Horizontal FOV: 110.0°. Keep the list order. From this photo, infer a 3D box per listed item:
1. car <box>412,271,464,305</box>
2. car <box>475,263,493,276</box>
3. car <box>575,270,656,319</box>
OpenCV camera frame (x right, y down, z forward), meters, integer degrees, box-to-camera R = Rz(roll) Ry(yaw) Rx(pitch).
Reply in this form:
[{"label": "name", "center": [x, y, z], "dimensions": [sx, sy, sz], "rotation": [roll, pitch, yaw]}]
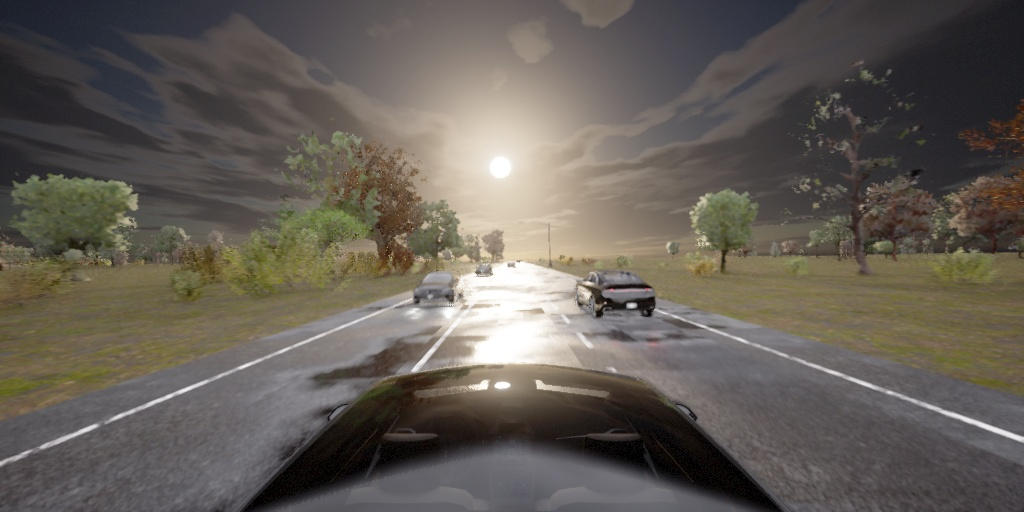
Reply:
[{"label": "car", "center": [-3.533, 1.494, 17.811], "dimensions": [1.812, 1.442, 4.674], "rotation": [-1, 0, 0]}, {"label": "car", "center": [-3.433, 1.684, 44.759], "dimensions": [2.128, 1.511, 4.902], "rotation": [-2, 0, 2]}, {"label": "car", "center": [3.470, 1.248, 12.832], "dimensions": [2.128, 1.511, 4.902], "rotation": [-1, 0, 0]}]
